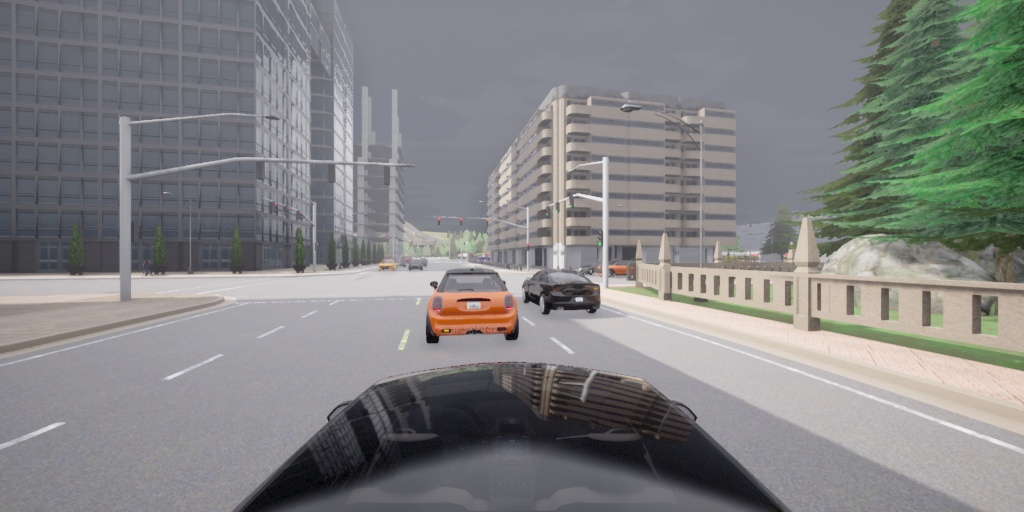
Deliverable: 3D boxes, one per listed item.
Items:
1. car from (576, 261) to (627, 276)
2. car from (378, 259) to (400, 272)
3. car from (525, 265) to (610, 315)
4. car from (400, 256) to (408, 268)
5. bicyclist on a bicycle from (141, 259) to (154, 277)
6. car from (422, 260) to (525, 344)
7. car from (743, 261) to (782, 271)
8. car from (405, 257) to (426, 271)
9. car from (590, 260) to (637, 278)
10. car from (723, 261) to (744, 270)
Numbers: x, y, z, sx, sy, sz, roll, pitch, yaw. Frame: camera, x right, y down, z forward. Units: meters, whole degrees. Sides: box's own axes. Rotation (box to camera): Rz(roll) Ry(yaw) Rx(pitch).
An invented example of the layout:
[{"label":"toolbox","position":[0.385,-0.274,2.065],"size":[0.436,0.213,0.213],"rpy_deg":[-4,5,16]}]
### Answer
[{"label":"car","position":[9.480,1.295,38.108],"size":[4.902,1.511,2.128],"rpy_deg":[0,0,-12]},{"label":"car","position":[-16.244,1.226,46.896],"size":[1.882,1.535,5.008],"rpy_deg":[0,0,-12]},{"label":"car","position":[1.686,1.227,13.773],"size":[1.882,1.535,5.008],"rpy_deg":[0,0,-10]},{"label":"car","position":[-19.502,1.240,62.299],"size":[2.128,1.511,4.902],"rpy_deg":[0,0,-12]},{"label":"bicyclist on a bicycle","position":[-33.998,1.105,33.445],"size":[0.582,1.620,1.656],"rpy_deg":[0,0,-12]},{"label":"car","position":[-1.181,1.102,9.912],"size":[2.097,1.767,4.553],"rpy_deg":[0,0,-10]},{"label":"car","position":[27.856,1.330,38.550],"size":[4.674,1.442,1.812],"rpy_deg":[0,0,-13]},{"label":"car","position":[-13.081,1.250,48.861],"size":[1.837,1.490,4.892],"rpy_deg":[0,1,-12]},{"label":"car","position":[10.268,1.158,34.694],"size":[4.553,1.767,2.097],"rpy_deg":[0,0,-12]},{"label":"car","position":[26.230,1.282,41.787],"size":[5.008,1.535,1.882],"rpy_deg":[0,0,-12]}]
